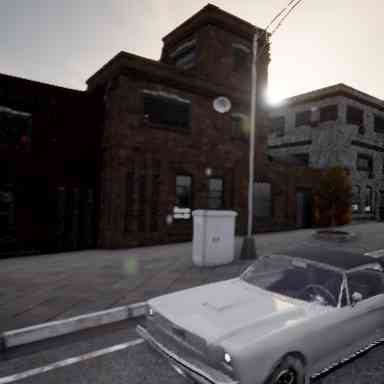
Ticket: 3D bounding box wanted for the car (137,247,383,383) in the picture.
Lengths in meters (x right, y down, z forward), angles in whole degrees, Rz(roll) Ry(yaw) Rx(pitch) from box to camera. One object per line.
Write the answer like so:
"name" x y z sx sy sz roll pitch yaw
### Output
"car" 1.647 1.586 4.860 4.718 1.301 1.895 0 0 -35
